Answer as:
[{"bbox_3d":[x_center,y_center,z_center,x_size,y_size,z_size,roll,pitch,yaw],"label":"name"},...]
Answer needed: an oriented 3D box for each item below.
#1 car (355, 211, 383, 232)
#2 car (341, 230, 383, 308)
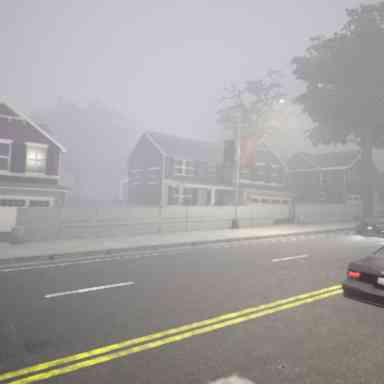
[{"bbox_3d":[11.648,1.878,19.936,4.181,1.385,1.994,1,-1,-35],"label":"car"},{"bbox_3d":[5.468,1.671,7.320,5.357,1.411,2.033,1,-1,-35],"label":"car"}]
